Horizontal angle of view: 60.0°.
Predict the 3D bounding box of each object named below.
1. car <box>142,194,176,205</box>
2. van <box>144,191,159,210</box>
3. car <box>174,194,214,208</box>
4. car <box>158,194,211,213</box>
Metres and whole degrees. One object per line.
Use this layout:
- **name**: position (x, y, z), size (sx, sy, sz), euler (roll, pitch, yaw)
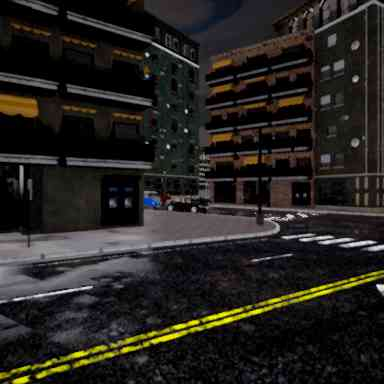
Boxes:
- **car**: position (-4.229, 0.958, 42.704), size (4.206, 1.307, 1.802), euler (1, 0, 37)
- **van**: position (-4.852, 0.815, 32.706), size (3.998, 1.788, 1.690), euler (1, 0, 37)
- **car**: position (0.193, 1.037, 39.391), size (4.403, 1.369, 2.008), euler (1, 0, 37)
- **car**: position (-0.436, 1.135, 29.392), size (4.403, 1.369, 2.008), euler (1, 0, 37)
